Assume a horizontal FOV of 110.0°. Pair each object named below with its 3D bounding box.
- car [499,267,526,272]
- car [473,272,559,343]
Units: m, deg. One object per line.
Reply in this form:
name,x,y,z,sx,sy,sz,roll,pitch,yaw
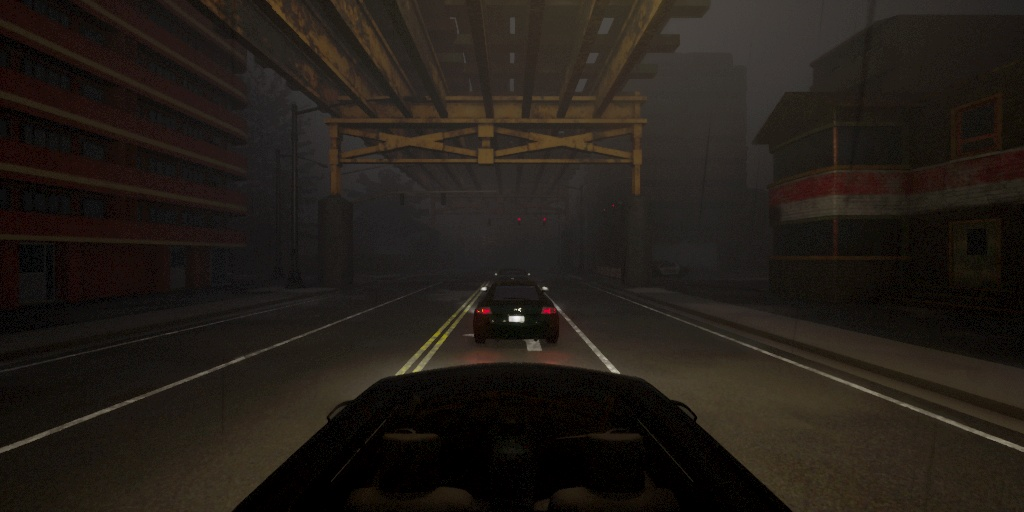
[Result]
car,0.032,1.280,19.616,2.033,1.411,5.357,0,0,0
car,0.076,1.311,9.666,1.994,1.385,4.181,0,0,-1
